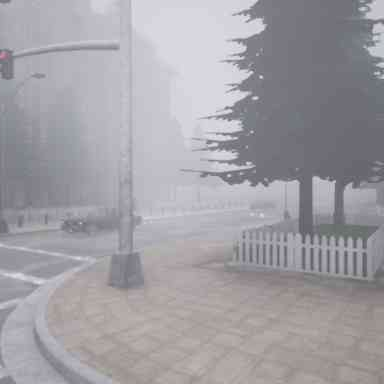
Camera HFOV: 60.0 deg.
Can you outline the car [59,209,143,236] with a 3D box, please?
[{"bbox_3d":[-5.074,1.676,19.049,1.895,1.301,4.718,0,0,34],"label":"car"}]
